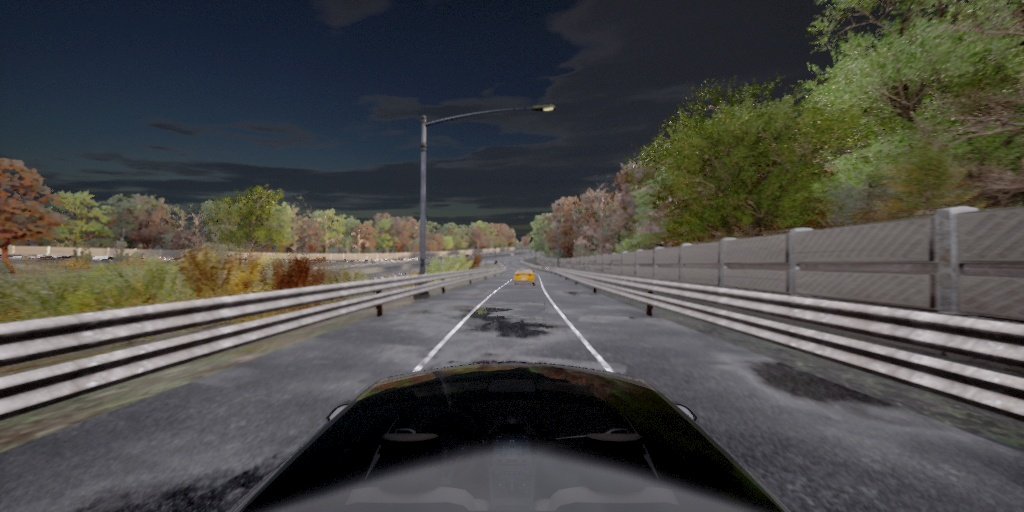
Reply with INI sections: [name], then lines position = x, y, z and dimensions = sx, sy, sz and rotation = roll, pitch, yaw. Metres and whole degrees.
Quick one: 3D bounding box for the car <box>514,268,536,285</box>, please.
[car]
position = 1.227, 1.951, 34.488
dimensions = 1.882, 1.535, 5.008
rotation = 0, -1, 4
